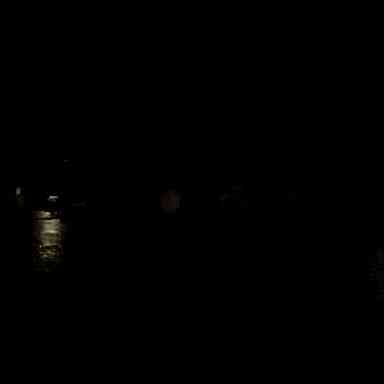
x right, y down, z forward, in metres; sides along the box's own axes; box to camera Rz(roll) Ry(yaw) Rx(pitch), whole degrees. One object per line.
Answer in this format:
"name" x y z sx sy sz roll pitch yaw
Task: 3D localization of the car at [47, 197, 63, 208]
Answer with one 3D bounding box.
"car" -20.077 1.432 48.249 2.128 1.511 4.902 0 0 -32
